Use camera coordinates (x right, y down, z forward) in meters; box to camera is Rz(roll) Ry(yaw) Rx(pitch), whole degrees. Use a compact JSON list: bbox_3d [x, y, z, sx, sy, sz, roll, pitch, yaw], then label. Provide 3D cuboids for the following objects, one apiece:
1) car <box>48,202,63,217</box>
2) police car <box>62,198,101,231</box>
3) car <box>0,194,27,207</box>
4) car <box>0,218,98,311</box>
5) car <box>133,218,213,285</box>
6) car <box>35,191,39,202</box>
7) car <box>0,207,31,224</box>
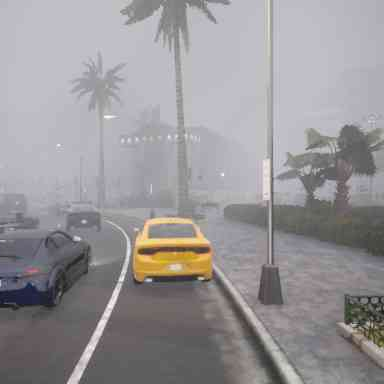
[{"bbox_3d":[-12.212,1.592,31.359,1.895,1.301,4.718,0,0,-34],"label":"car"},{"bbox_3d":[-6.724,1.420,20.577,1.930,1.638,5.238,0,0,-19],"label":"police car"},{"bbox_3d":[-18.605,1.206,33.923,2.150,2.045,5.566,0,0,-42],"label":"car"},{"bbox_3d":[-3.687,1.562,7.807,1.994,1.385,4.181,0,0,-6],"label":"car"},{"bbox_3d":[-0.674,1.477,9.661,1.882,1.535,5.008,0,0,-7],"label":"car"},{"bbox_3d":[-33.931,1.226,68.961,4.553,1.767,2.185,0,0,24],"label":"car"},{"bbox_3d":[-8.569,1.594,15.612,1.895,1.301,4.718,0,0,-14],"label":"car"}]
